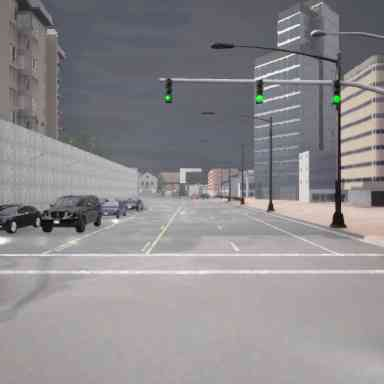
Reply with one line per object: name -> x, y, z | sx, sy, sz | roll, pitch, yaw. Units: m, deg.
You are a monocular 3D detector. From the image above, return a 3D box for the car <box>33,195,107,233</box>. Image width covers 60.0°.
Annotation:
car -> -7.102, 1.221, 20.214 | 2.150, 2.045, 5.566 | 0, 0, 0

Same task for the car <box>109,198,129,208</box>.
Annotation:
car -> -10.570, 1.601, 48.528 | 1.895, 1.301, 4.718 | 0, 0, 0

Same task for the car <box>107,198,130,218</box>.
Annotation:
car -> -7.107, 1.526, 29.854 | 1.812, 1.442, 4.674 | 0, 0, 0

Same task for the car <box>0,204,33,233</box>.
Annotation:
car -> -10.606, 1.505, 19.582 | 1.837, 1.490, 4.892 | 0, 0, 0

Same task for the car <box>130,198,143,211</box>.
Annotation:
car -> -7.102, 1.491, 40.197 | 2.128, 1.511, 4.902 | 0, 0, 0

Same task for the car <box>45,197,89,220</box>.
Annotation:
car -> -10.608, 1.352, 28.650 | 2.097, 1.767, 4.553 | 0, 0, 0

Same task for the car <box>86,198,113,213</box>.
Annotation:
car -> -10.605, 1.505, 38.468 | 1.837, 1.490, 4.892 | 0, 0, 0
